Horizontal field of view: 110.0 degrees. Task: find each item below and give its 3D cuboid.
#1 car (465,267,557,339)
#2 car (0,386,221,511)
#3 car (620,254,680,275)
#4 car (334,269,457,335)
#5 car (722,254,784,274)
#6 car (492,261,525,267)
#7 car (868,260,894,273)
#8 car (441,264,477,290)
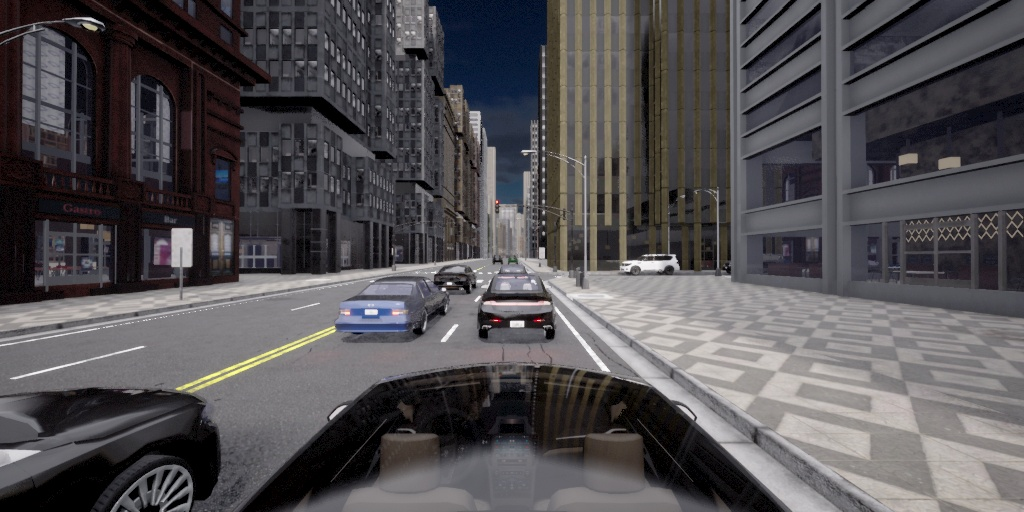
[{"bbox_3d":[0.120,1.238,10.074,2.128,1.511,4.902,0,0,0],"label":"car"},{"bbox_3d":[-3.149,1.241,0.751,2.128,1.511,4.902,0,0,0],"label":"car"},{"bbox_3d":[13.737,0.859,35.829,5.566,2.045,2.150,0,0,0],"label":"car"},{"bbox_3d":[-3.129,1.293,10.494,2.033,1.411,5.357,0,0,0],"label":"car"},{"bbox_3d":[24.164,0.814,35.829,5.566,2.045,2.150,0,0,0],"label":"car"},{"bbox_3d":[0.045,1.225,19.504,2.128,1.511,4.902,0,0,0],"label":"car"},{"bbox_3d":[34.781,1.098,35.815,5.357,1.411,2.033,0,0,0],"label":"car"},{"bbox_3d":[-3.101,1.210,20.263,1.882,1.535,5.008,0,0,0],"label":"car"}]
